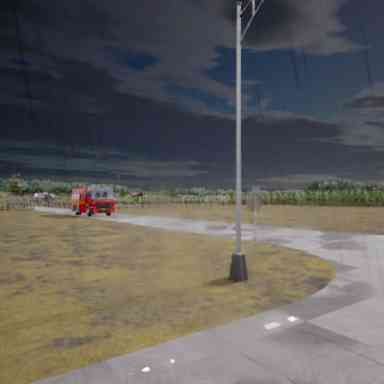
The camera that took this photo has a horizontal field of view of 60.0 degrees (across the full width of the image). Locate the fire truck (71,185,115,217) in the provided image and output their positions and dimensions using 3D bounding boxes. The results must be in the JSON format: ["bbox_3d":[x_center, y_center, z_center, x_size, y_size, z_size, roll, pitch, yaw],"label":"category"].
[{"bbox_3d":[-12.738,1.073,42.253,2.891,3.827,8.468,0,-1,-35],"label":"fire truck"}]
